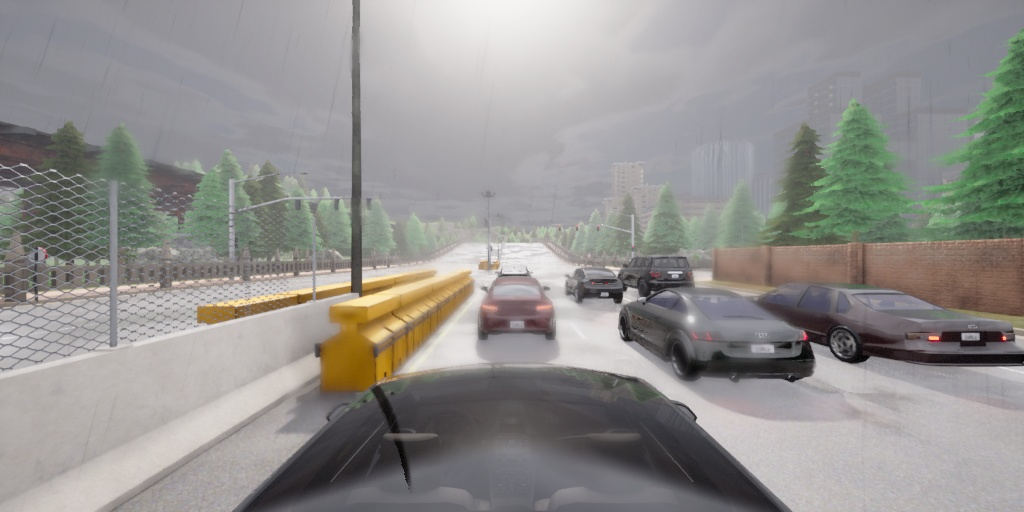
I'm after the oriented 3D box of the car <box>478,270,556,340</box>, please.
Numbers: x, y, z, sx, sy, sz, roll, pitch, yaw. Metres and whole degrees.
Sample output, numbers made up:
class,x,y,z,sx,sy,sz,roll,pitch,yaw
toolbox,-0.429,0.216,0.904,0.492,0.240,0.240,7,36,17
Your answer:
class,x,y,z,sx,sy,sz,roll,pitch,yaw
car,0.110,1.276,9.834,1.812,1.442,4.674,0,0,0

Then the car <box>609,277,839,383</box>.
class,x,y,z,sx,sy,sz,roll,pitch,yaw
car,3.611,1.314,7.204,1.994,1.385,4.181,0,0,-1

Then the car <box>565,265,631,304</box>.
class,x,y,z,sx,sy,sz,roll,pitch,yaw
car,3.616,1.254,16.371,1.837,1.490,4.892,0,0,0

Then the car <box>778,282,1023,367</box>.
class,x,y,z,sx,sy,sz,roll,pitch,yaw
car,7.108,1.297,8.068,2.033,1.411,5.357,0,0,0

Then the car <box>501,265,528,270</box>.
class,x,y,z,sx,sy,sz,roll,pitch,yaw
car,0.120,1.241,19.079,2.128,1.511,4.902,0,0,0

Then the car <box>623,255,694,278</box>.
class,x,y,z,sx,sy,sz,roll,pitch,yaw
car,7.118,0.972,18.310,2.150,2.045,5.566,0,0,0
